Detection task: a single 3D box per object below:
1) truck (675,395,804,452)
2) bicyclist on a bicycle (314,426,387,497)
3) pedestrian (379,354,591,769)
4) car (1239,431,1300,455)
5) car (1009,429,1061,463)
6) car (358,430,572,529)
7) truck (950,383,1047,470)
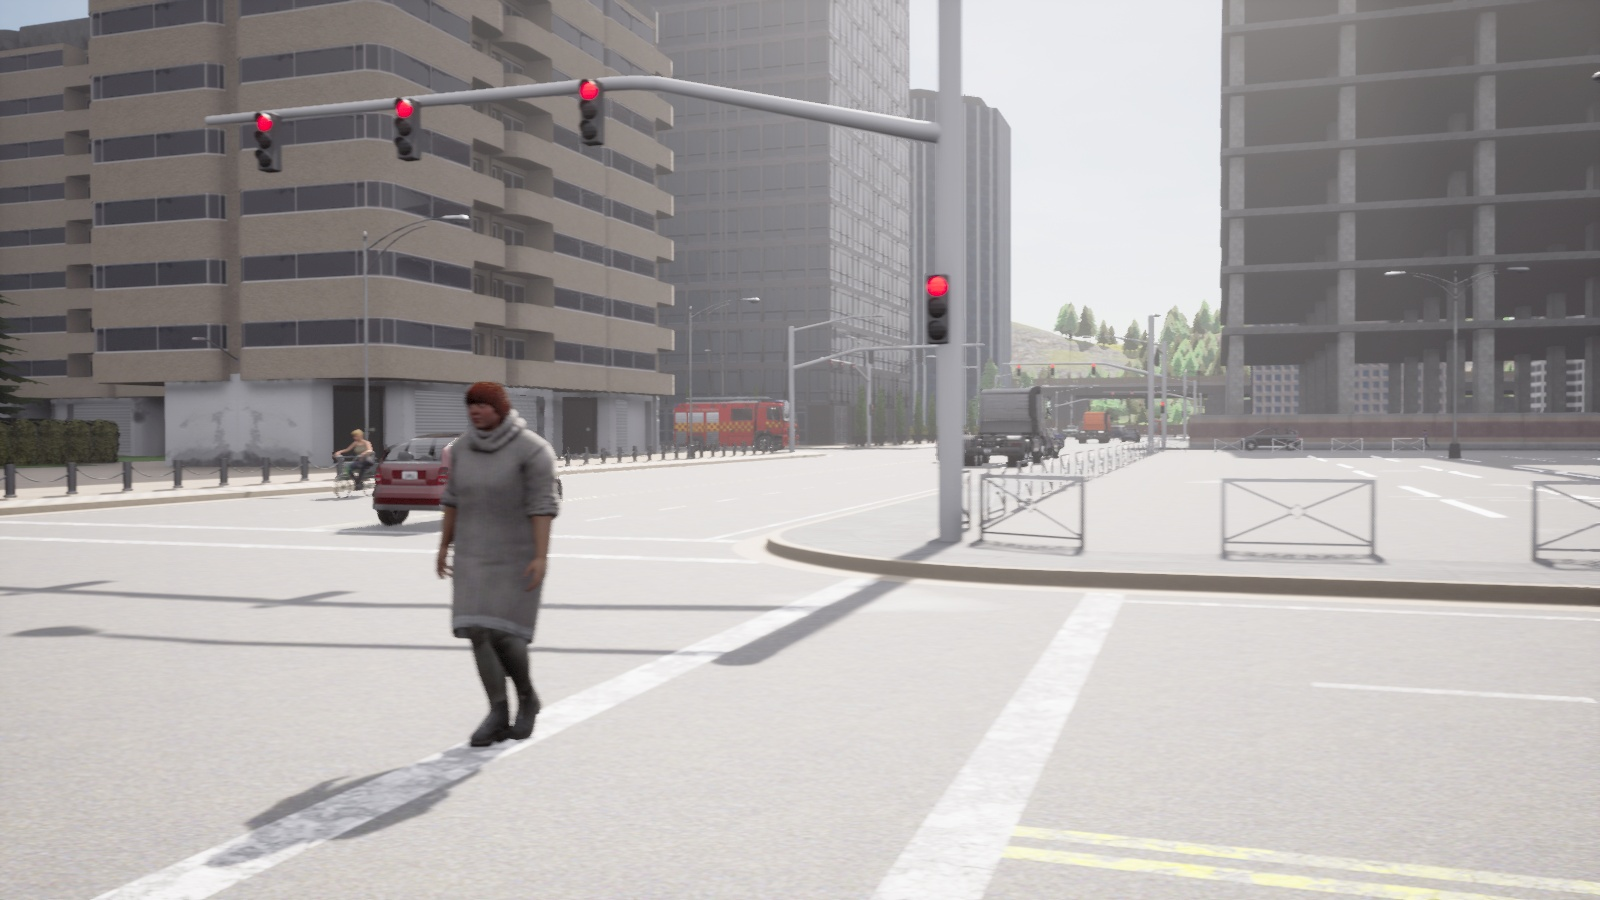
[{"bbox_3d":[-4.189,-1.817,87.219,8.468,3.827,2.891,1,1,18],"label":"truck"},{"bbox_3d":[-10.535,0.248,29.460,0.866,1.612,1.509,1,1,19],"label":"bicyclist on a bicycle"},{"bbox_3d":[-1.588,0.515,6.422,0.659,1.952,0.873,1,1,22],"label":"pedestrian"},{"bbox_3d":[31.182,-0.480,83.413,3.705,1.549,1.789,1,1,18],"label":"car"},{"bbox_3d":[12.161,-0.243,64.770,2.033,1.649,4.856,1,1,18],"label":"car"},{"bbox_3d":[-5.703,0.431,21.859,1.789,1.549,3.705,1,1,20],"label":"car"},{"bbox_3d":[8.683,-0.998,54.200,2.891,3.462,7.936,1,1,18],"label":"truck"}]
